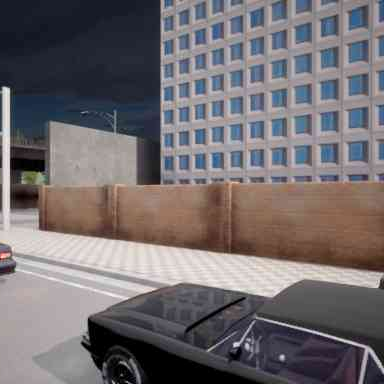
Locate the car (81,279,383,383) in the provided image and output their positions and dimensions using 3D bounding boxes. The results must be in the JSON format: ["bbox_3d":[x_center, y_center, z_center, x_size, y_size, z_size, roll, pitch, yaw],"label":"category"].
[{"bbox_3d":[1.042,1.601,3.242,4.718,1.301,1.895,0,0,36],"label":"car"}]

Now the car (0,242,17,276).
[{"bbox_3d":[-6.762,1.547,8.821,5.357,1.411,2.033,0,0,36],"label":"car"}]
